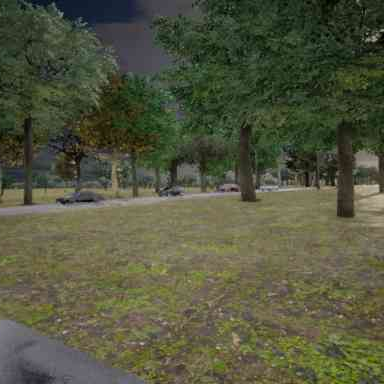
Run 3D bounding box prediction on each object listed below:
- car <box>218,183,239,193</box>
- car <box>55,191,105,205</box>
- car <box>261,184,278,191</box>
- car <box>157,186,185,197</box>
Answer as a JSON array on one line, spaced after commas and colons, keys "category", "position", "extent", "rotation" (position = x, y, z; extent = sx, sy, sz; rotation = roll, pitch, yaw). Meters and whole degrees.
[{"category": "car", "position": [6.606, -0.746, 60.432], "extent": [2.097, 1.767, 4.553], "rotation": [-1, 2, 38]}, {"category": "car", "position": [-12.091, 0.596, 36.283], "extent": [2.033, 1.411, 5.357], "rotation": [-1, 2, 37]}, {"category": "car", "position": [15.450, -0.862, 66.022], "extent": [1.895, 1.301, 4.718], "rotation": [-1, 2, 37]}, {"category": "car", "position": [-3.024, -0.022, 48.053], "extent": [1.837, 1.490, 4.892], "rotation": [-1, 2, 38]}]
